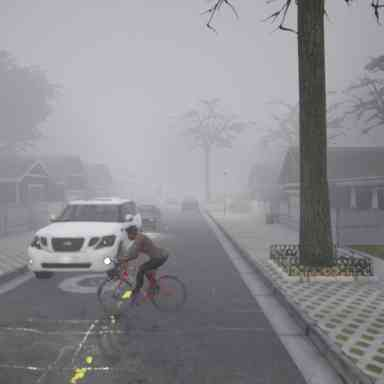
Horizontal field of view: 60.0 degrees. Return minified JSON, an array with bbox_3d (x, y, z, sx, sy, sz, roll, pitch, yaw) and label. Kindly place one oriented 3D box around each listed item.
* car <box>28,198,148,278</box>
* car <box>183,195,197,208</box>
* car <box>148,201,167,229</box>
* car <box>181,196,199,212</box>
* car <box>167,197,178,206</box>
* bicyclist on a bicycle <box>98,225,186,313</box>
[{"bbox_3d":[-2.921,1.221,10.444,2.150,2.045,5.566,0,0,0],"label":"car"},{"bbox_3d":[-0.292,1.343,49.234,2.097,1.767,4.553,0,0,0],"label":"car"},{"bbox_3d":[-3.003,1.543,21.673,2.033,1.411,5.357,0,0,0],"label":"car"},{"bbox_3d":[-0.207,1.470,38.639,1.882,1.535,5.008,0,0,0],"label":"car"},{"bbox_3d":[-3.280,1.537,55.362,2.033,1.411,5.357,0,0,0],"label":"car"},{"bbox_3d":[-0.935,1.445,6.172,1.656,1.620,0.582,-2,0,0],"label":"bicyclist on a bicycle"}]
